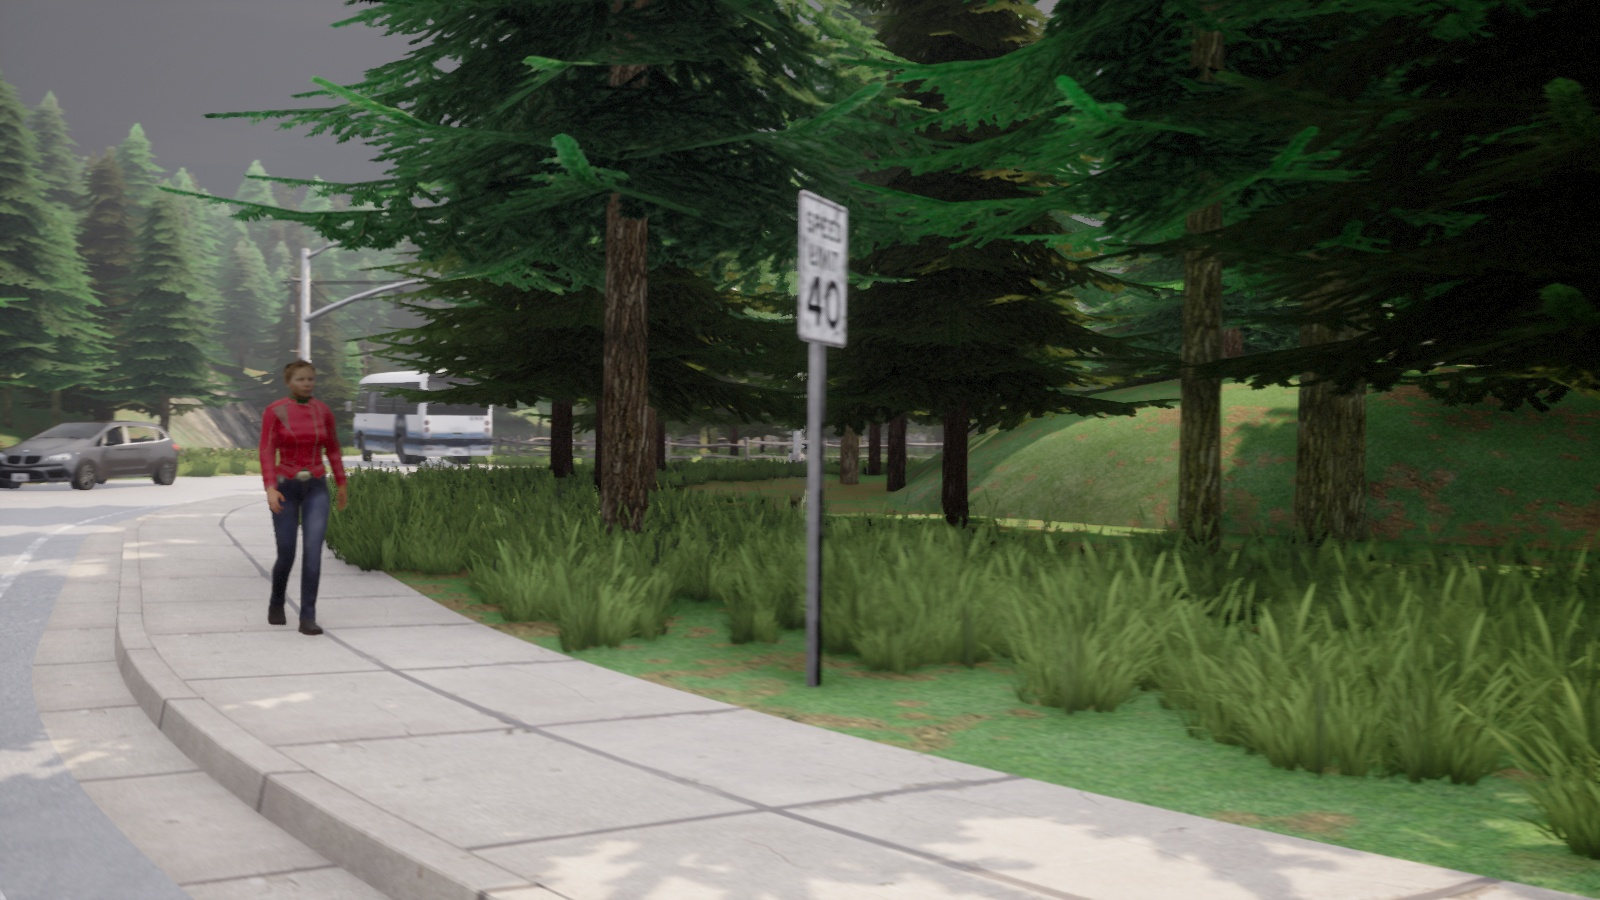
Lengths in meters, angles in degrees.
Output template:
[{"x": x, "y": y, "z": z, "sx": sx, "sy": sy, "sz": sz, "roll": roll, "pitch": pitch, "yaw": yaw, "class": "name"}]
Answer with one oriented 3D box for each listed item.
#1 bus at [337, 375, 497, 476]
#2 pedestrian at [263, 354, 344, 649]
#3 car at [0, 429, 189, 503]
[{"x": -17.945, "y": -1.188, "z": 58.204, "sx": 3.944, "sy": 4.253, "sz": 10.273, "roll": -1, "pitch": 2, "yaw": -36, "class": "bus"}, {"x": -3.250, "y": 0.320, "z": 8.205, "sx": 0.331, "sy": 1.846, "sz": 0.636, "roll": -1, "pitch": 1, "yaw": -35, "class": "pedestrian"}, {"x": -17.467, "y": 0.339, "z": 30.792, "sx": 2.242, "sy": 1.667, "sz": 4.611, "roll": 0, "pitch": 1, "yaw": 8, "class": "car"}]
